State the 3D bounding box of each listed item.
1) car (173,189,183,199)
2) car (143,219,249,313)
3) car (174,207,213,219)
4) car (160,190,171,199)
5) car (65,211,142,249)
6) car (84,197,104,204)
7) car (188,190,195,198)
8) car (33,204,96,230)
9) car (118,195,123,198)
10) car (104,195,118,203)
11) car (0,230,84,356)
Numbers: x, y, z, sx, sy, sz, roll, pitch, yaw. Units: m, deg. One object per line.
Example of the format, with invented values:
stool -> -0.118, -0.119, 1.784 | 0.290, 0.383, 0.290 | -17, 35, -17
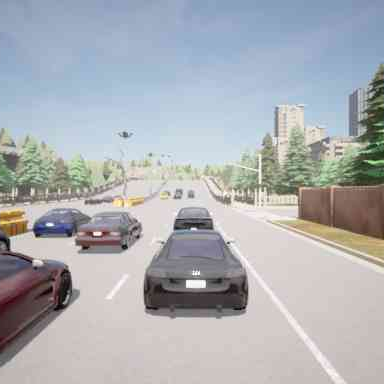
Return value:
car -> -3.725, 0.903, 86.864 | 2.097, 1.767, 4.553 | 0, 3, 0
car -> 0.085, 1.564, 7.778 | 1.994, 1.385, 4.181 | 0, 0, 0
car -> 0.078, 1.478, 16.952 | 1.882, 1.535, 5.008 | 0, 0, 0
car -> -7.225, 1.024, 86.877 | 1.882, 1.535, 5.008 | 0, 3, 0
car -> -3.413, 1.548, 14.488 | 2.033, 1.411, 5.357 | 0, 0, 0
car -> -17.651, 1.601, 59.287 | 1.895, 1.301, 4.718 | 0, 0, 0
car -> -0.246, 0.838, 90.037 | 1.837, 1.490, 4.892 | 0, 4, 0
car -> -6.927, 1.564, 18.244 | 1.994, 1.385, 4.181 | 0, 0, 0
car -> -17.671, 1.402, 79.108 | 1.812, 1.442, 4.674 | 0, 1, 0
car -> -17.605, 1.539, 69.161 | 2.033, 1.411, 5.357 | 0, 0, 0
car -> -3.412, 1.564, 5.123 | 1.994, 1.385, 4.181 | 0, 0, 0
